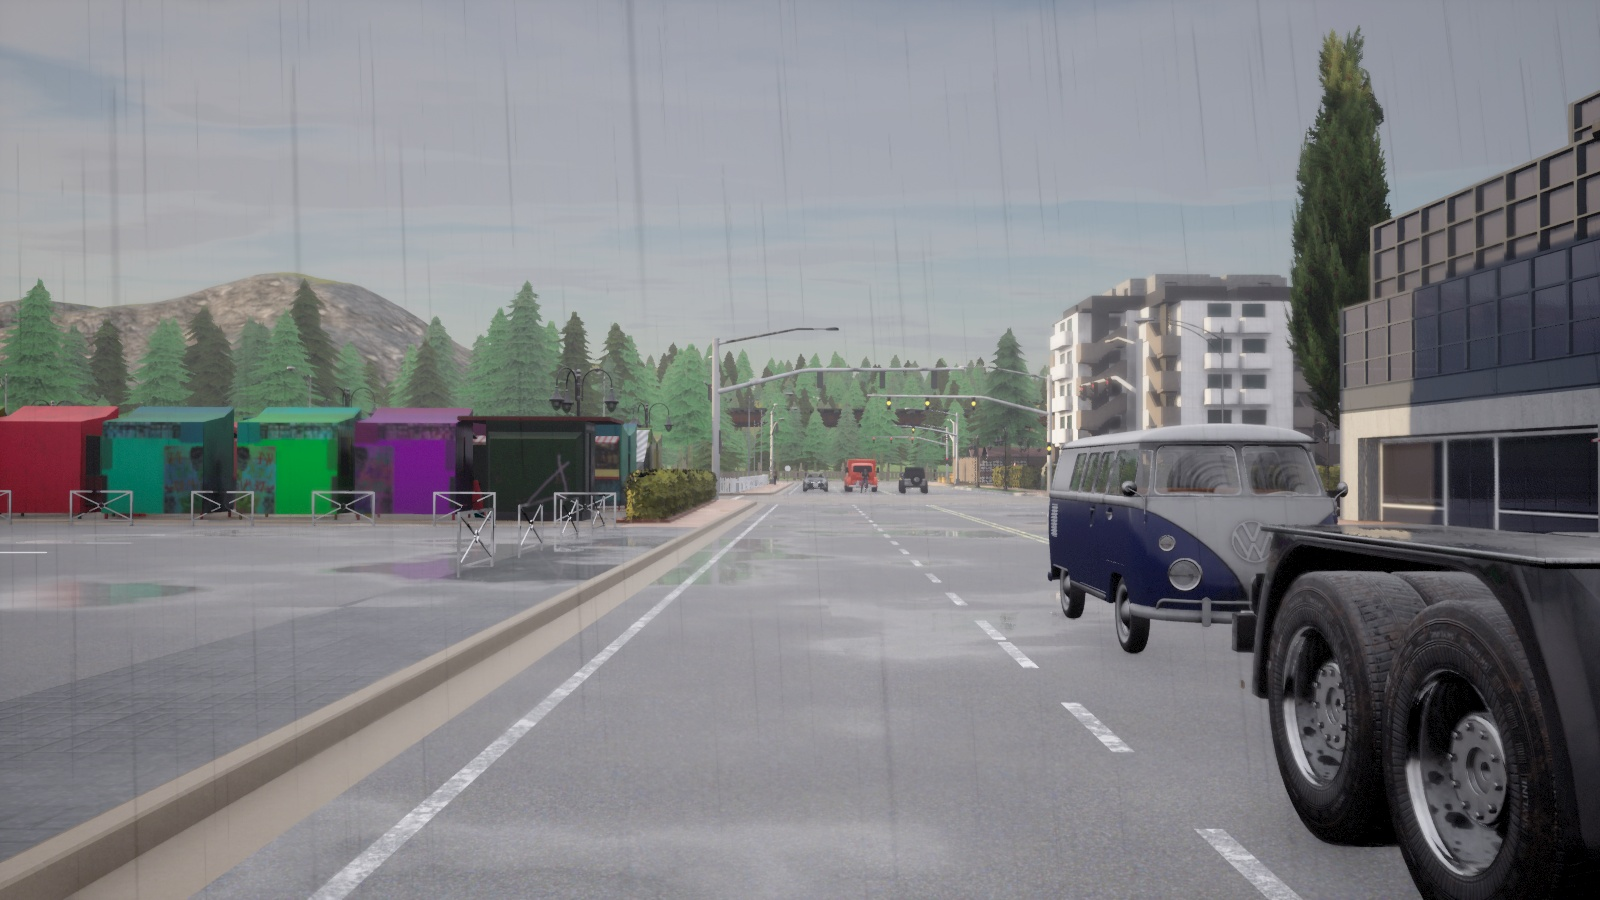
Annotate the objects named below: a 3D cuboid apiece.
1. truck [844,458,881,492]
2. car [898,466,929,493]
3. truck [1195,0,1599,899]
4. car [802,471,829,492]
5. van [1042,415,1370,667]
[{"bbox_3d":[4.707,1.894,95.637,2.627,2.467,5.204,0,0,1],"label":"truck"},{"bbox_3d":[8.133,2.089,90.205,1.905,1.878,3.866,0,-1,1],"label":"car"},{"bbox_3d":[3.522,-0.137,2.678,2.891,3.462,7.936,0,-1,1],"label":"truck"},{"bbox_3d":[1.189,2.358,94.520,1.970,1.475,3.806,0,-1,1],"label":"car"},{"bbox_3d":[3.632,0.756,12.149,1.775,1.987,4.442,0,-1,1],"label":"van"}]
